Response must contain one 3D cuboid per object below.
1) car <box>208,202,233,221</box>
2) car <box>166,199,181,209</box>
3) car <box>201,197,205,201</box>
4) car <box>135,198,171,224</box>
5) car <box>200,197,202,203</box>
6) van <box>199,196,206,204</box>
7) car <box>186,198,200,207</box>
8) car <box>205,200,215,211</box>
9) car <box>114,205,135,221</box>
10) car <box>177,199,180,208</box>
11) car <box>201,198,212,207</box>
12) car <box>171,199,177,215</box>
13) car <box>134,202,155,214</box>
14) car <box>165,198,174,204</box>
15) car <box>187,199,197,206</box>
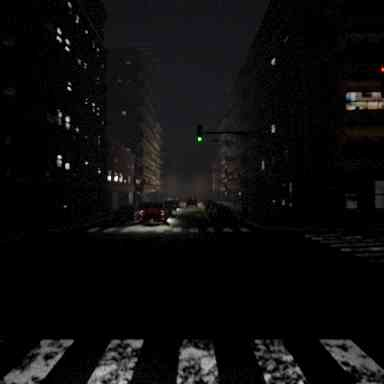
[{"bbox_3d":[2.682,1.822,29.688,1.802,1.307,4.206,0,0,0],"label":"car"},{"bbox_3d":[-3.064,1.956,56.303,2.128,1.511,4.902,0,0,0],"label":"car"},{"bbox_3d":[3.145,2.025,60.255,1.812,1.442,4.674,0,0,0],"label":"car"},{"bbox_3d":[-3.044,1.570,26.945,2.097,1.767,4.553,0,0,-2],"label":"car"},{"bbox_3d":[3.136,2.037,67.254,1.882,1.535,5.008,0,-1,0],"label":"car"},{"bbox_3d":[2.675,2.057,84.923,1.690,1.788,3.998,-1,-1,0],"label":"van"},{"bbox_3d":[-0.005,1.856,60.746,2.097,1.767,4.553,0,0,0],"label":"car"},{"bbox_3d":[2.682,1.852,35.211,1.947,1.339,4.313,0,0,0],"label":"car"},{"bbox_3d":[-5.699,1.806,29.699,1.947,1.339,4.313,0,0,0],"label":"car"},{"bbox_3d":[-3.091,1.903,46.032,1.812,1.442,4.674,0,0,0],"label":"car"},{"bbox_3d":[2.681,1.924,46.258,1.887,1.381,4.507,0,0,0],"label":"car"},{"bbox_3d":[-3.101,1.785,36.050,2.128,1.511,4.902,0,0,0],"label":"car"},{"bbox_3d":[-5.700,1.899,40.746,1.947,1.339,4.313,0,0,0],"label":"car"},{"bbox_3d":[-5.704,2.240,84.763,1.752,1.417,4.829,0,-1,0],"label":"car"},{"bbox_3d":[-0.005,2.140,69.149,1.994,1.385,4.181,0,0,0],"label":"car"}]
